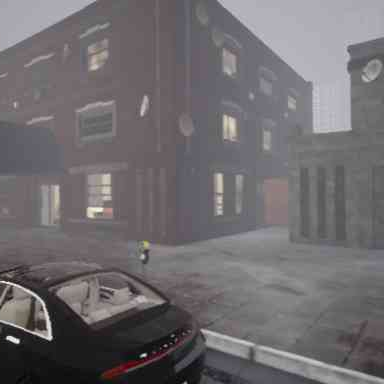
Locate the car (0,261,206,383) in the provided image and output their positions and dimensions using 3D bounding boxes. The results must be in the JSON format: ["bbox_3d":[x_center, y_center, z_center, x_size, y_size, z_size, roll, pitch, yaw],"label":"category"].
[{"bbox_3d":[-1.910,1.587,4.237,4.403,1.369,2.008,-1,-1,35],"label":"car"}]
